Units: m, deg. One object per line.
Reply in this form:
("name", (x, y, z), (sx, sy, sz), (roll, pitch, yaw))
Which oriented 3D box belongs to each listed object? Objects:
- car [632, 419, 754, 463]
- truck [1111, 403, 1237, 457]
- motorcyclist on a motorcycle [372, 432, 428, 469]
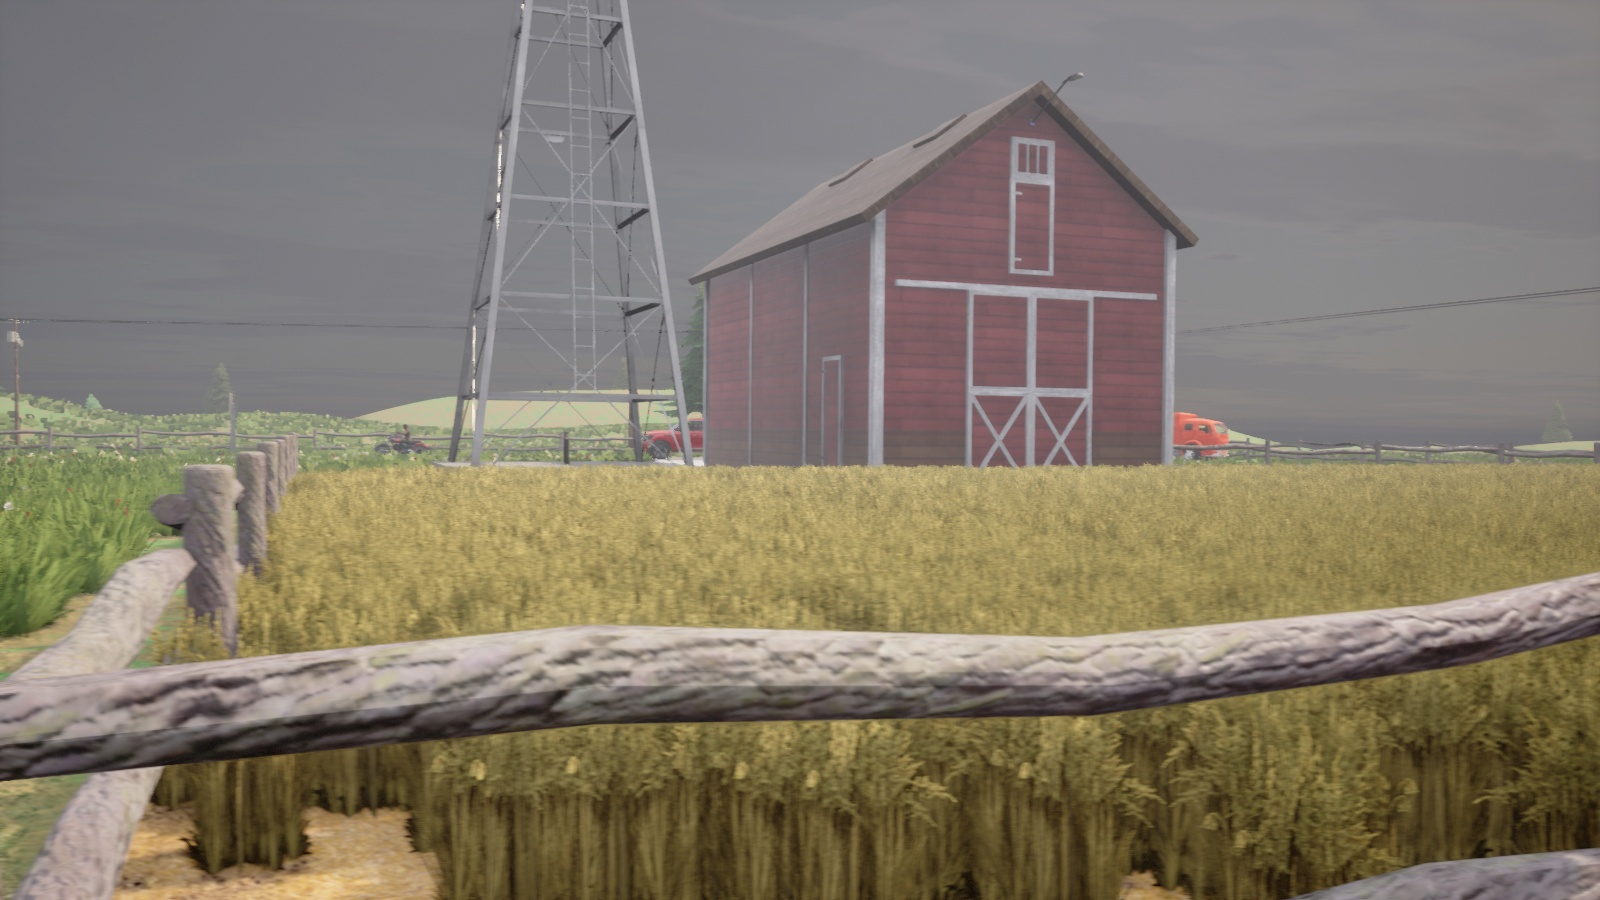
("car", (-5.217, -0.449, 61.102), (5.566, 2.045, 2.150), (-1, 1, -15))
("truck", (18.069, -0.945, 60.833), (5.204, 2.467, 2.627), (1, 0, 41))
("motorcyclist on a motorcycle", (-18.321, 0.003, 57.556), (2.350, 1.649, 0.766), (-1, 1, -15))
